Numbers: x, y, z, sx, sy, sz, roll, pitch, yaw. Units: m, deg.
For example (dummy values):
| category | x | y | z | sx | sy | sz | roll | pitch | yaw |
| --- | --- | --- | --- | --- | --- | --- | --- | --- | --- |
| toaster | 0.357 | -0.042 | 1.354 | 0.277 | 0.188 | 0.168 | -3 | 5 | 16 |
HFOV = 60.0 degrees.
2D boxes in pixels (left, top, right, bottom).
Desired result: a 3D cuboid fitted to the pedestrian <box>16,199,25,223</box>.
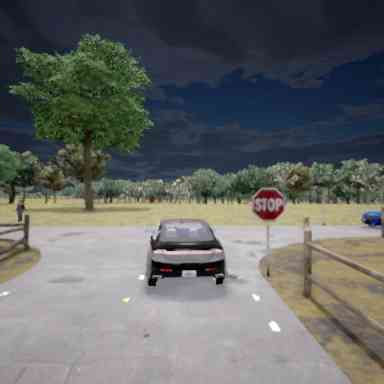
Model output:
| category | x | y | z | sx | sy | sz | roll | pitch | yaw |
| --- | --- | --- | --- | --- | --- | --- | --- | --- | --- |
| pedestrian | -12.132 | 1.378 | 23.503 | 0.375 | 1.860 | 0.375 | 0 | -1 | 0 |

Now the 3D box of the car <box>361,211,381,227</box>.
| category | x | y | z | sx | sy | sz | roll | pitch | yaw |
| --- | --- | --- | --- | --- | --- | --- | --- | --- | --- |
| car | 13.103 | 1.434 | 20.444 | 5.008 | 1.535 | 1.882 | 0 | -1 | 0 |

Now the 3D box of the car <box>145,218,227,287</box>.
| category | x | y | z | sx | sy | sz | roll | pitch | yaw |
| --- | --- | --- | --- | --- | --- | --- | --- | --- | --- |
| car | -0.282 | 1.488 | 9.359 | 2.128 | 1.511 | 4.902 | 0 | 0 | -5 |
